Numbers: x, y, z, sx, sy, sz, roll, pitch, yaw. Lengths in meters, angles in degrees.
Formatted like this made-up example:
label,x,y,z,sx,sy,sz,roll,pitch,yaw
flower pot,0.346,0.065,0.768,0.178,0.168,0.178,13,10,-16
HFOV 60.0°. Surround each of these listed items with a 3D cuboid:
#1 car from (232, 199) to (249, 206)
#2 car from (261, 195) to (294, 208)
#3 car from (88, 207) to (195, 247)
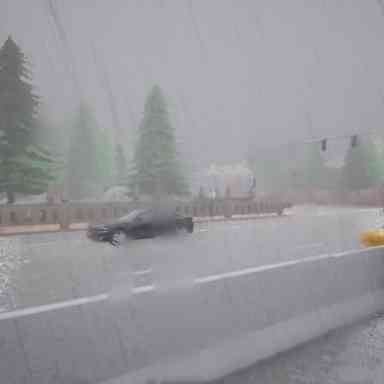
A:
label,x,y,z,sx,sy,sz,roll,pitch,yaw
car,5.993,1.534,45.991,1.895,1.301,4.718,0,0,-35
car,11.328,1.277,44.522,2.097,1.767,4.553,0,0,-35
car,-2.215,1.472,15.283,5.008,1.535,1.882,0,0,-35
